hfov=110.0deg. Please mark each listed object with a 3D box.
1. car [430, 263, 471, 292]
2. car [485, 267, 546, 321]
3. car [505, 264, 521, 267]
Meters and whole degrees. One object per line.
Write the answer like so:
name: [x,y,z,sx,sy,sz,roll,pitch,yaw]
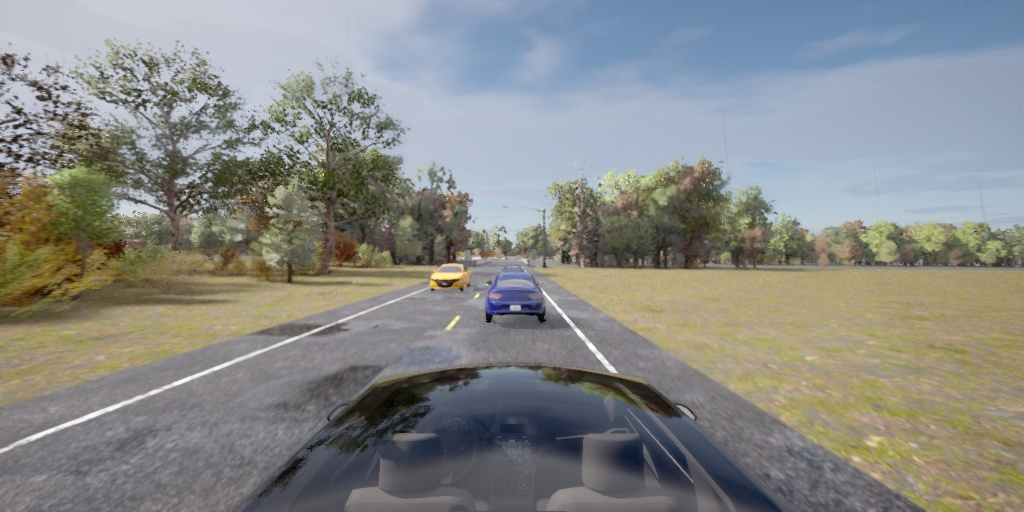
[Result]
car: [-3.606,1.228,21.709,1.882,1.535,5.008,0,0,0]
car: [0.096,1.276,12.265,1.812,1.442,4.674,0,0,0]
car: [0.087,1.315,28.389,1.994,1.385,4.181,0,0,0]
